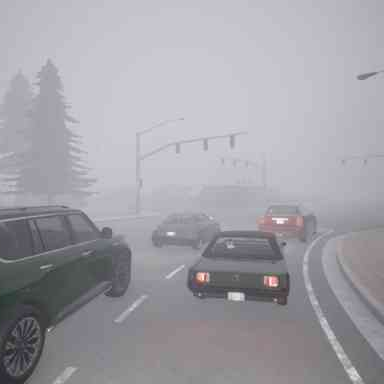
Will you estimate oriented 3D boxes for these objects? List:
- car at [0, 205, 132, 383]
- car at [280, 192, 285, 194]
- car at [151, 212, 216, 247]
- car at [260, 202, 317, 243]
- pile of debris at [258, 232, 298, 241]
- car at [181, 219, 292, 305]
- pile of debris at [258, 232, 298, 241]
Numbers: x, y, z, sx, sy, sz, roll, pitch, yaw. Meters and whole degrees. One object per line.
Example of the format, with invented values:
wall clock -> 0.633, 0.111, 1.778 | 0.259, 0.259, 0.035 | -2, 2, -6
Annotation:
car -> -2.784, 1.221, 5.547 | 2.150, 2.045, 5.566 | 0, 0, 8
car -> 24.953, 1.051, 92.178 | 4.605, 1.855, 1.932 | 0, 0, 40
car -> -0.103, 1.548, 14.502 | 1.994, 1.385, 4.181 | 0, 0, 20
car -> 4.830, 1.324, 16.412 | 2.097, 1.767, 4.553 | 0, 0, 27
pile of debris -> 4.210, 2.149, 16.172 | 1.500, 0.140, 1.860 | 0, 0, 29
car -> 1.338, 1.590, 8.142 | 1.895, 1.301, 4.718 | 0, 0, 14
pile of debris -> 4.210, 2.149, 16.172 | 1.500, 0.140, 1.860 | 0, 0, 29
